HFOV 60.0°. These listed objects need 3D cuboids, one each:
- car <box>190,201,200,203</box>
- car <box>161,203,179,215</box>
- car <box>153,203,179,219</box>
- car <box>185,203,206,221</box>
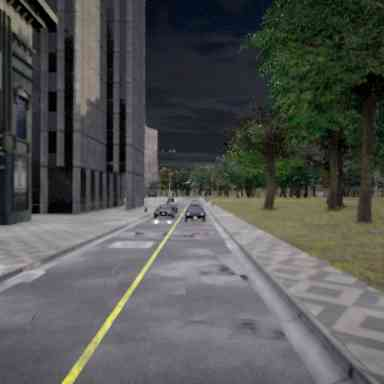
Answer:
[{"bbox_3d":[0.418,1.958,44.667,1.837,1.490,4.892,0,0,1],"label":"car"},{"bbox_3d":[-2.657,2.050,41.654,1.895,1.301,4.718,0,0,1],"label":"car"},{"bbox_3d":[-2.725,1.927,33.854,1.994,1.385,4.181,0,0,1],"label":"car"},{"bbox_3d":[0.315,1.956,31.048,1.895,1.301,4.718,0,-1,1],"label":"car"}]
